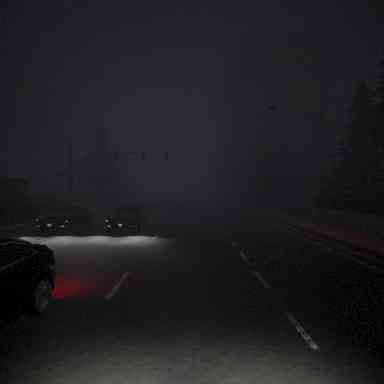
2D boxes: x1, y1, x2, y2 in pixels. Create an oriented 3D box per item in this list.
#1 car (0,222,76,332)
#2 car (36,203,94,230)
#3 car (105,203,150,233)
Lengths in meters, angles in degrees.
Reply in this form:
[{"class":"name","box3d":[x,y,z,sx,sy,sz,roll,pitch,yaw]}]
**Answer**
[{"class":"car","box3d":[-3.588,1.465,4.627,2.128,1.511,4.902,0,0,0]},{"class":"car","box3d":[-7.027,1.408,18.853,1.837,1.490,4.892,0,0,1]},{"class":"car","box3d":[-3.527,1.408,18.852,1.837,1.490,4.892,0,0,1]}]
